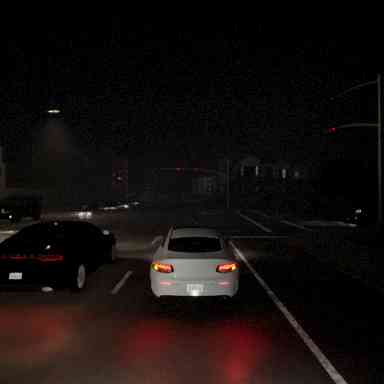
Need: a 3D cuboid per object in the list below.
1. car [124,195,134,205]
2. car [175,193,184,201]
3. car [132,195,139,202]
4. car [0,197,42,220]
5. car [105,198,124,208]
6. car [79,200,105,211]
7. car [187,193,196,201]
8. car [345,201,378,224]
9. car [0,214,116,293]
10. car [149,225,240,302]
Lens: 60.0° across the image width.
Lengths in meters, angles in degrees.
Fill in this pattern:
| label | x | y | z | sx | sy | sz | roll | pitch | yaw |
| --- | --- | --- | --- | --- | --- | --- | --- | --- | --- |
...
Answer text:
| label | x | y | z | sx | sy | sz | roll | pitch | yaw |
| --- | --- | --- | --- | --- | --- | --- | --- | --- | --- |
| car | -14.007 | 1.930 | 68.844 | 1.895 | 1.301 | 4.718 | 0 | 1 | 0 |
| car | -3.509 | 1.418 | 89.010 | 2.150 | 2.045 | 5.566 | 0 | 0 | 0 |
| car | -14.008 | 1.551 | 79.132 | 2.097 | 1.767 | 4.553 | 0 | 0 | 0 |
| car | -14.105 | 1.387 | 26.683 | 2.150 | 2.045 | 5.566 | 0 | -1 | 0 |
| car | -14.081 | 1.969 | 58.470 | 2.033 | 1.411 | 5.357 | 0 | 0 | 0 |
| car | -14.106 | 1.866 | 45.910 | 2.128 | 1.511 | 4.902 | 0 | -1 | 0 |
| car | -0.009 | 1.414 | 89.313 | 2.150 | 2.045 | 5.566 | 0 | -1 | 0 |
| car | 14.246 | 1.491 | 25.507 | 4.553 | 1.767 | 2.097 | 0 | -1 | 0 |
| car | -3.430 | 1.498 | 8.971 | 1.882 | 1.535 | 5.008 | 0 | 0 | 0 |
| car | 0.066 | 1.540 | 8.185 | 1.812 | 1.442 | 4.674 | 0 | 0 | 0 |
